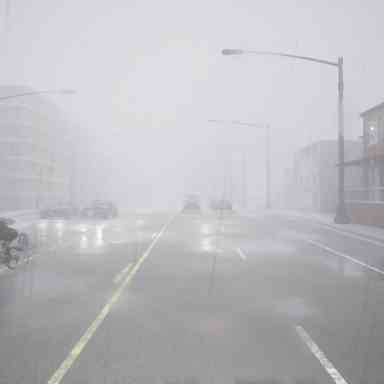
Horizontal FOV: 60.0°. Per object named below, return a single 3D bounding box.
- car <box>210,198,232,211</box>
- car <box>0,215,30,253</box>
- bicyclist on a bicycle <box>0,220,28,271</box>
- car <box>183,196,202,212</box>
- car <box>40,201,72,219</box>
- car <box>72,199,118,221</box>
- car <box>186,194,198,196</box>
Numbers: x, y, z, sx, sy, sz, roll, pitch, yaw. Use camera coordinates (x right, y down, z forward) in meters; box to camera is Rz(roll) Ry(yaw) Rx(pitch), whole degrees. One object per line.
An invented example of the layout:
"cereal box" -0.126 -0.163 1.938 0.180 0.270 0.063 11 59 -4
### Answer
"car" 3.530 1.502 38.518 1.994 1.385 4.181 0 -1 0
"car" -7.102 1.494 10.975 1.812 1.442 4.674 0 0 0
"bicyclist on a bicycle" -5.449 1.437 9.368 1.656 1.620 0.582 -2 0 0
"car" 0.016 1.440 37.095 1.812 1.442 4.674 0 -1 1
"car" -10.515 1.397 26.774 1.994 1.385 4.181 0 0 0
"car" -7.025 1.327 25.469 2.128 1.511 4.902 0 0 0
"car" 0.011 1.380 47.299 2.150 2.045 5.566 0 -2 1
